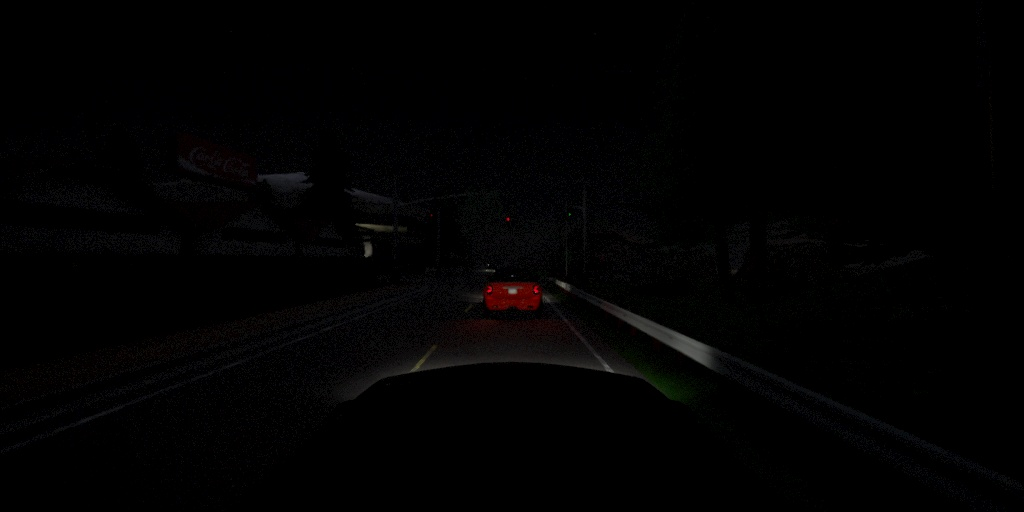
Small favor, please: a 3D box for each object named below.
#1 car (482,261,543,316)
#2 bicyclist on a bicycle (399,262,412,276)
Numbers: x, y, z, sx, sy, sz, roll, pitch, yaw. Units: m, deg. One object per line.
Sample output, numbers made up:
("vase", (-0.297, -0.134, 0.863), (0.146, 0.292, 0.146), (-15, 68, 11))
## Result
("car", (0.043, 1.219, 14.133), (2.097, 1.767, 4.553), (0, -1, 0))
("bicyclist on a bicycle", (-11.778, 1.453, 39.292), (1.656, 1.620, 0.582), (1, -3, -19))
